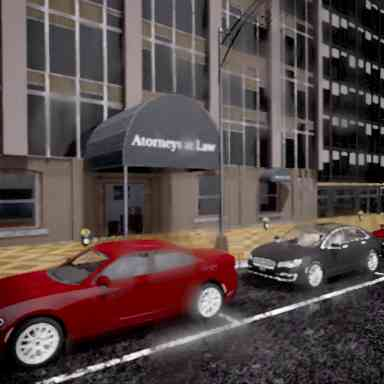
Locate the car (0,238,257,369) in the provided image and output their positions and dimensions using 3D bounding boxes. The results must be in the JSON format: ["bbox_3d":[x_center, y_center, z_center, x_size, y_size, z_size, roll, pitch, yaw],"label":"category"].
[{"bbox_3d":[-1.226,1.533,5.695,4.507,1.381,1.887,0,0,-35],"label":"car"}]

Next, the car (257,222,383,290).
[{"bbox_3d":[3.420,1.537,8.969,4.403,1.369,2.008,0,0,-35],"label":"car"}]
